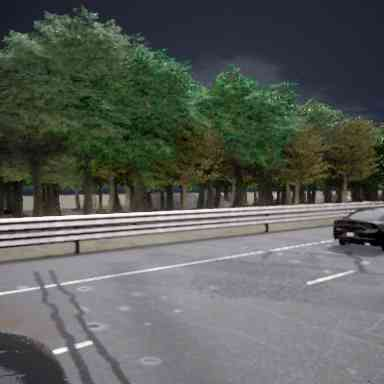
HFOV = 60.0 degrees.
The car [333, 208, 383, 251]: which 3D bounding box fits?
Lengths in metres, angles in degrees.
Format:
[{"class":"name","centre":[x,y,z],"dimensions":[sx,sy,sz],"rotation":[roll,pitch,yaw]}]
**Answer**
[{"class":"car","centre":[7.805,1.389,13.597],"dimensions":[5.008,1.535,1.882],"rotation":[0,0,-35]}]

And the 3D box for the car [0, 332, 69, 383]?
[{"class":"car","centre":[-3.097,1.516,1.538],"dimensions":[4.892,1.490,1.837],"rotation":[0,0,-35]}]
